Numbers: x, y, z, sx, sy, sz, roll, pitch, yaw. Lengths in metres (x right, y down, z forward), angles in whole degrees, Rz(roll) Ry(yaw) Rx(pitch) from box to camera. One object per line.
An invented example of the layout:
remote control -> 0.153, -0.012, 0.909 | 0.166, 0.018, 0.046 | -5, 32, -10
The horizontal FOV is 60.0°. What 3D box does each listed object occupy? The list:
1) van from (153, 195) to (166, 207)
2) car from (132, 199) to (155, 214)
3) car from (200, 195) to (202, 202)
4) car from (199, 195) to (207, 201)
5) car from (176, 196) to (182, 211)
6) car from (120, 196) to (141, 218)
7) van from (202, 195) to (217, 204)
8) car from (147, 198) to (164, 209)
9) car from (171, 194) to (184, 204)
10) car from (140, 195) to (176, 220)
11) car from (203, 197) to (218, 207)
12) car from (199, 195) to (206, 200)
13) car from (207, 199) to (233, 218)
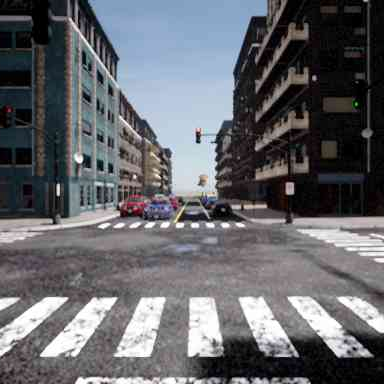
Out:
van -> -5.113, 1.348, 52.623 | 1.690, 1.788, 3.998 | 0, 0, 0
car -> -5.177, 1.553, 35.967 | 1.887, 1.381, 4.507 | 0, 0, 0
car -> 2.789, 1.446, 58.145 | 1.967, 1.590, 4.097 | 0, 0, 0
car -> 2.896, 1.540, 85.906 | 1.887, 1.381, 4.507 | 0, 0, 0
car -> -2.686, 1.486, 41.949 | 1.882, 1.535, 5.008 | 0, 1, 0
car -> -5.198, 1.324, 30.416 | 2.192, 1.841, 5.009 | 0, 0, 0
van -> 2.747, 1.349, 47.042 | 1.690, 1.788, 3.998 | 0, 0, 0
car -> -5.134, 1.552, 47.072 | 1.887, 1.381, 4.507 | 0, 0, 0
car -> -2.533, 1.482, 62.521 | 1.882, 1.535, 5.008 | 0, 0, 1
car -> -2.769, 1.361, 28.327 | 2.097, 1.767, 4.553 | 0, 0, 1
car -> 2.725, 1.590, 41.490 | 1.802, 1.307, 4.206 | 0, 0, 0
car -> 2.917, 1.537, 91.458 | 1.887, 1.381, 4.507 | 0, 0, 0
car -> 2.682, 1.574, 30.386 | 1.947, 1.339, 4.313 | 0, 0, 0
